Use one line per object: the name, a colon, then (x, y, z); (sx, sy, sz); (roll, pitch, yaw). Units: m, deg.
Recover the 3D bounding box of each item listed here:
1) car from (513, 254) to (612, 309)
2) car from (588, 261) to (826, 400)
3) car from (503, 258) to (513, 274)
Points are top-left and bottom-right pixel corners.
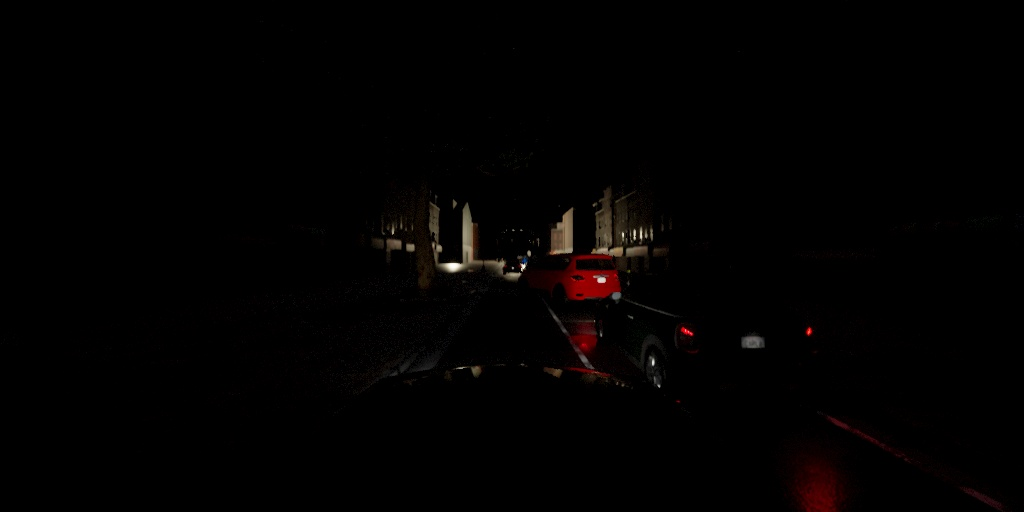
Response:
car: (2.156, 0.913, 14.988); (2.150, 2.045, 5.566); (0, 1, -21)
car: (2.988, 1.080, 6.573); (2.097, 1.767, 4.553); (0, 0, 0)
car: (0.092, 1.148, 37.625); (1.994, 1.385, 4.181); (0, 0, 0)
